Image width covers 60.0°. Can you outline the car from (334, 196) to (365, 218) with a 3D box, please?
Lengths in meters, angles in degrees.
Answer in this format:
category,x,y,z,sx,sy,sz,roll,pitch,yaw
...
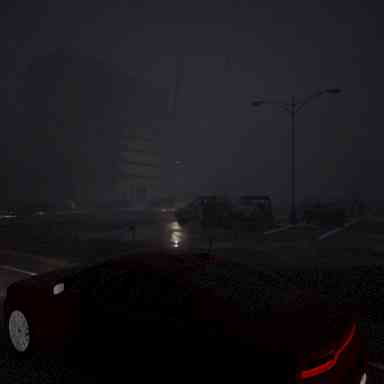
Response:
category,x,y,z,sx,sy,sz,roll,pitch,yaw
car,15.344,1.395,32.012,1.970,1.475,3.806,0,0,34

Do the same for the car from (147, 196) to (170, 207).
category,x,y,z,sx,sy,sz,roll,pitch,yaw
car,-4.698,1.492,50.230,2.128,1.511,4.902,0,0,34

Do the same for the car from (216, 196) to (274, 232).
category,x,y,z,sx,sy,sz,roll,pitch,yaw
car,3.321,1.156,19.057,1.905,1.878,3.866,0,0,34

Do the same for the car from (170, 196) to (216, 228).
category,x,y,z,sx,sy,sz,roll,pitch,yaw
car,0.953,1.153,20.722,1.932,1.855,4.605,0,0,34

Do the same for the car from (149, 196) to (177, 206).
category,x,y,z,sx,sy,sz,roll,pitch,yaw
car,-4.797,1.492,56.319,2.128,1.511,4.902,0,0,34

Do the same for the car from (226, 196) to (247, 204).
category,x,y,z,sx,sy,sz,roll,pitch,yaw
car,8.545,1.492,63.351,2.128,1.511,4.902,0,0,34

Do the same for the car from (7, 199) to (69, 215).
category,x,y,z,sx,sy,sz,roll,pitch,yaw
car,-15.715,1.547,33.838,2.033,1.411,5.357,0,0,34

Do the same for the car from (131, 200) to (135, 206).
category,x,y,z,sx,sy,sz,roll,pitch,yaw
car,-10.505,1.547,47.882,2.033,1.411,5.357,0,0,33

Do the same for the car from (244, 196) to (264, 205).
category,x,y,z,sx,sy,sz,roll,pitch,yaw
car,11.509,1.526,61.496,1.812,1.442,4.674,0,0,34

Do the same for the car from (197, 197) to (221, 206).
category,x,y,z,sx,sy,sz,roll,pitch,yaw
car,2.798,1.526,54.773,1.812,1.442,4.674,0,0,34

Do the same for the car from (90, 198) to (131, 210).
category,x,y,z,sx,sy,sz,roll,pitch,yaw
car,-10.372,1.601,41.800,1.895,1.301,4.718,0,0,34

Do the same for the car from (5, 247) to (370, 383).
category,x,y,z,sx,sy,sz,roll,pitch,yaw
car,-0.520,1.478,4.360,5.008,1.535,1.882,0,0,35

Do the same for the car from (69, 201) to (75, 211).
category,x,y,z,sx,sy,sz,roll,pitch,yaw
car,-16.166,1.526,39.426,1.812,1.442,4.674,0,0,34
